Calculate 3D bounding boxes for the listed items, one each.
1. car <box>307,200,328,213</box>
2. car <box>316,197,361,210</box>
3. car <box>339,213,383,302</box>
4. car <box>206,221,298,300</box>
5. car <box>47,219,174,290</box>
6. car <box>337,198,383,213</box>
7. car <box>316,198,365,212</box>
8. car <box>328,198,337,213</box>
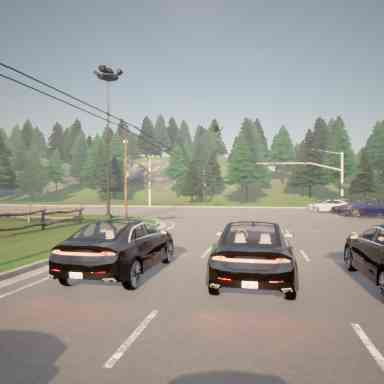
[{"bbox_3d":[14.988,1.525,36.203,4.674,1.442,1.812,0,0,12],"label":"car"},{"bbox_3d":[18.680,1.477,42.584,5.008,1.535,1.882,0,0,12],"label":"car"},{"bbox_3d":[4.990,1.491,7.801,2.128,1.511,4.902,0,0,12],"label":"car"},{"bbox_3d":[1.556,1.491,8.480,2.128,1.511,4.902,0,0,12],"label":"car"},{"bbox_3d":[-1.876,1.491,9.173,2.128,1.511,4.902,0,0,12],"label":"car"},{"bbox_3d":[15.548,1.352,28.935,4.553,1.767,2.097,0,0,12],"label":"car"},{"bbox_3d":[17.404,1.491,39.274,4.902,1.511,2.128,0,0,12],"label":"car"},{"bbox_3d":[16.491,1.547,32.312,5.357,1.411,2.033,0,0,12],"label":"car"}]
